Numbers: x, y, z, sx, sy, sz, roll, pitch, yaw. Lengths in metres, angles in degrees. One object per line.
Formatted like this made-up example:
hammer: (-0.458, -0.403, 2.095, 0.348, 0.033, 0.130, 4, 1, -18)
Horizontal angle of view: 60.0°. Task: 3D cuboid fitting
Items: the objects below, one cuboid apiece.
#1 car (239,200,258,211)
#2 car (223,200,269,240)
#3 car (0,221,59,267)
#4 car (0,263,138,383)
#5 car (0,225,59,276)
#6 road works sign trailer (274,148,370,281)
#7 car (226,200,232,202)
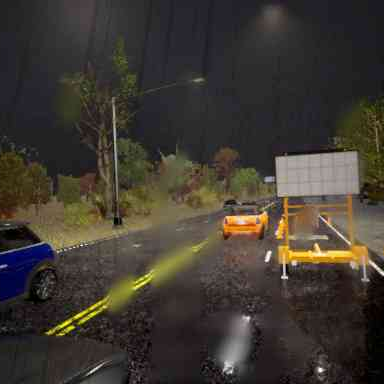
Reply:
car: (7.802, 1.837, 45.990, 1.994, 1.385, 4.181, -3, -1, 17)
car: (3.096, 1.549, 18.643, 2.097, 1.767, 4.553, -3, -1, 17)
car: (-4.400, 1.360, 5.498, 2.097, 1.767, 4.553, 0, 0, 17)
car: (-2.074, 1.553, 1.002, 2.033, 1.411, 5.357, 0, 0, 16)
car: (-6.508, 1.759, 10.074, 1.837, 1.490, 4.892, -2, -10, 17)
road works sign trailer: (3.822, 0.537, 10.164, 2.380, 3.560, 2.880, -3, -1, 17)
car: (5.986, 1.927, 51.111, 1.812, 1.442, 4.674, -3, -1, 17)
